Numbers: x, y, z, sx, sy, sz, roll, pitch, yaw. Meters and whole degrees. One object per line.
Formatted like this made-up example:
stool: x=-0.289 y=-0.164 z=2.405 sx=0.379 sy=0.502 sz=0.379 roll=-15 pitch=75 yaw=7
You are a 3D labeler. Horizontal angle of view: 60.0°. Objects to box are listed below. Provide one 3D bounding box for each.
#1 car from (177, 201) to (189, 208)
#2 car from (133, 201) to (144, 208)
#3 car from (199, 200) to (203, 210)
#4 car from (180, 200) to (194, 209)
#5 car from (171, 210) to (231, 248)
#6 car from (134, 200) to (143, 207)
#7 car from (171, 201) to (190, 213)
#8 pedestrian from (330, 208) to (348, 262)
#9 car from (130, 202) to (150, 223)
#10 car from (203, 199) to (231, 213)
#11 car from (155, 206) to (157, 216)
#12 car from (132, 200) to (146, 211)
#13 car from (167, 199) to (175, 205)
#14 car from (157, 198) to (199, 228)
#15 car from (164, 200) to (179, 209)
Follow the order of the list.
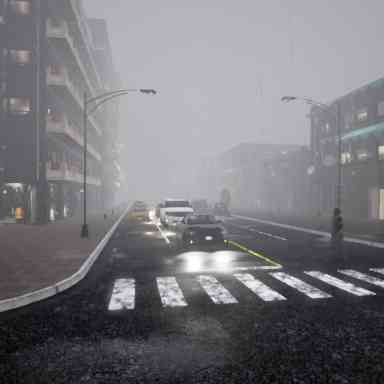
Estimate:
car: x=-1.826 y=2.360 z=64.302 sx=1.802 sy=1.307 sz=4.206 roll=-1 pitch=-1 yaw=-9
car: x=-10.098 y=2.323 z=62.961 sx=1.947 sy=1.339 sz=4.313 roll=-1 pitch=-1 yaw=-9
car: x=1.884 y=2.085 z=41.899 sx=1.802 sy=1.307 sz=4.206 roll=-1 pitch=-1 yaw=-9
car: x=-0.927 y=2.236 z=58.870 sx=1.752 sy=1.417 sz=4.829 roll=-1 pitch=-1 yaw=-9
car: x=0.368 y=1.748 z=15.676 sx=1.994 sy=1.385 sz=4.181 roll=0 pitch=-1 yaw=-9
car: x=-11.026 y=2.372 z=68.562 sx=1.887 sy=1.381 sz=4.507 roll=-1 pitch=-1 yaw=-9
car: x=-1.683 y=2.064 z=47.643 sx=2.128 sy=1.511 sz=4.902 roll=0 pitch=-1 yaw=-9
pedestrian: x=4.953 y=1.428 z=11.312 sx=0.375 sy=1.860 sz=0.375 roll=-1 pitch=0 yaw=-9
car: x=-4.579 y=1.870 z=29.177 sx=1.752 sy=1.417 sz=4.829 roll=-1 pitch=-1 yaw=-9
car: x=2.831 y=1.875 z=36.305 sx=1.967 sy=1.590 sz=4.097 roll=-1 pitch=-1 yaw=-9
car: x=-2.878 y=1.899 z=35.373 sx=1.882 sy=1.535 sz=5.008 roll=0 pitch=-1 yaw=-9
car: x=-8.250 y=2.060 z=51.760 sx=1.967 sy=1.590 sz=4.097 roll=-1 pitch=-1 yaw=-9
car: x=-5.564 y=2.583 z=86.873 sx=1.752 sy=1.417 sz=4.829 roll=-1 pitch=-1 yaw=-9
car: x=-1.187 y=1.518 z=25.072 sx=2.150 sy=2.045 sz=5.566 roll=0 pitch=-1 yaw=-9
car: x=-3.709 y=2.213 z=59.852 sx=2.128 sy=1.511 sz=4.902 roll=0 pitch=-1 yaw=-9
